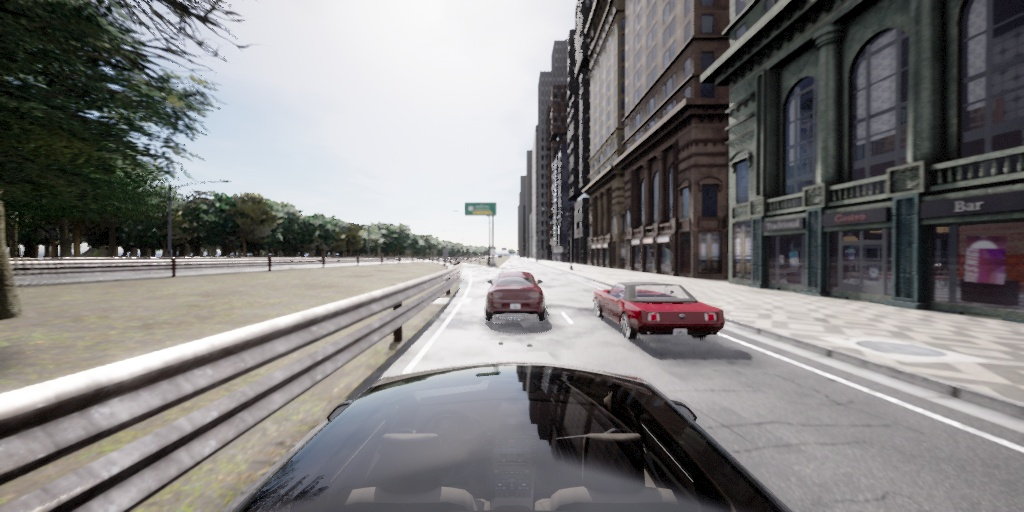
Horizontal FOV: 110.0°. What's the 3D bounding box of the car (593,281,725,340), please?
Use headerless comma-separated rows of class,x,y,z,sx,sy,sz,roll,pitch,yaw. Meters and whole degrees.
car,3.599,1.331,9.869,1.895,1.301,4.718,0,0,0

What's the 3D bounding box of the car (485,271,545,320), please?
car,0.101,1.249,12.373,1.812,1.442,4.674,0,0,0
